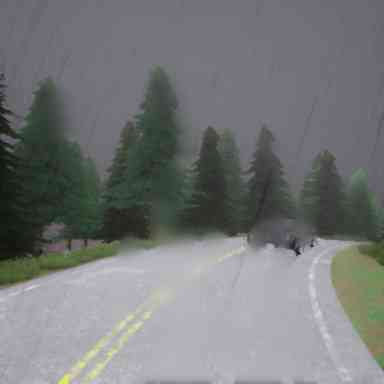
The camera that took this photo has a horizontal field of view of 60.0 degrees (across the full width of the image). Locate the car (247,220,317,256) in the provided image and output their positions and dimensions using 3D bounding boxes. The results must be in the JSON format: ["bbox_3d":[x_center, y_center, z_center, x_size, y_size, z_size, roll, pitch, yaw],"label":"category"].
[{"bbox_3d":[4.014,1.833,14.185,1.895,1.301,4.718,-2,-4,30],"label":"car"}]
